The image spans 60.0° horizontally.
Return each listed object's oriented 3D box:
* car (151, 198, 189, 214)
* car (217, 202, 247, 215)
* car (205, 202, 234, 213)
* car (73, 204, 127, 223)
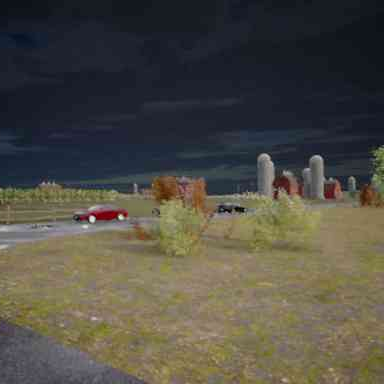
[{"bbox_3d":[-2.087,1.659,36.917,2.150,2.045,5.566,-1,-1,36],"label":"car"},{"bbox_3d":[4.871,1.917,40.251,1.882,1.535,5.008,-1,-2,36],"label":"car"},{"bbox_3d":[3.816,2.112,45.091,1.994,1.385,4.181,-1,-1,36],"label":"car"},{"bbox_3d":[-7.911,1.806,28.836,1.882,1.535,5.008,-1,-1,36],"label":"car"}]
